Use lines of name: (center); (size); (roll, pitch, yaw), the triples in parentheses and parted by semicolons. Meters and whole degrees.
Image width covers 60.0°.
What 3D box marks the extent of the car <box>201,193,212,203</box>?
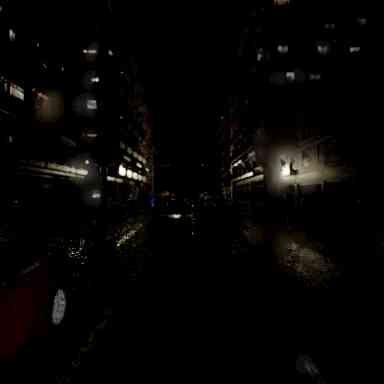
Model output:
car: (2.691, 1.215, 47.215); (2.008, 1.369, 4.403); (1, 0, 0)

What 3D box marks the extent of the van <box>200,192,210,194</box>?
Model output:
van: (2.692, 0.926, 58.606); (1.690, 1.788, 3.998); (1, 0, 0)

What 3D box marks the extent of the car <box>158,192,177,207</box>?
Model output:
car: (-3.101, 1.186, 44.776); (1.837, 1.490, 4.892); (0, 0, 0)

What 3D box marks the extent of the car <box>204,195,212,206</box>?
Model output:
car: (2.693, 1.311, 35.823); (1.947, 1.339, 4.313); (1, 0, 0)

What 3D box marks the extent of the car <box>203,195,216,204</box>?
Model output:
car: (2.689, 1.206, 52.911); (1.802, 1.307, 4.206); (1, 0, 0)

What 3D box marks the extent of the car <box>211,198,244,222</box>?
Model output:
car: (2.697, 1.371, 24.430); (1.887, 1.381, 4.507); (1, 0, 0)

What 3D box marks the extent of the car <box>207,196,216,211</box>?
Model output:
car: (2.695, 1.351, 30.126); (1.947, 1.339, 4.313); (1, 0, 0)

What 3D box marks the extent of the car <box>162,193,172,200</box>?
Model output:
car: (-5.698, 1.010, 75.633); (1.887, 1.381, 4.507); (1, 0, 0)

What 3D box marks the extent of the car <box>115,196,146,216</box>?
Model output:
car: (-5.686, 1.352, 30.062); (1.947, 1.339, 4.313); (1, 0, 0)

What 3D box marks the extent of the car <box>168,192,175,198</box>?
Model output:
car: (-5.675, 0.872, 92.550); (1.752, 1.417, 4.829); (1, 0, 0)

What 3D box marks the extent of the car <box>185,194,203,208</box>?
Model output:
car: (0.088, 1.307, 41.367); (1.895, 1.301, 4.718); (0, 0, 0)

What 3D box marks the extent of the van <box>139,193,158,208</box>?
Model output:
van: (-5.684, 1.047, 41.453); (1.690, 1.788, 3.998); (1, 0, 0)

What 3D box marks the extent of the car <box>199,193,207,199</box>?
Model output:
car: (2.681, 1.007, 81.392); (1.802, 1.307, 4.206); (1, 0, 0)

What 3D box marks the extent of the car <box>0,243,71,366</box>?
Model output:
car: (-3.101, 1.448, 3.983); (1.882, 1.535, 5.008); (0, 0, 0)
